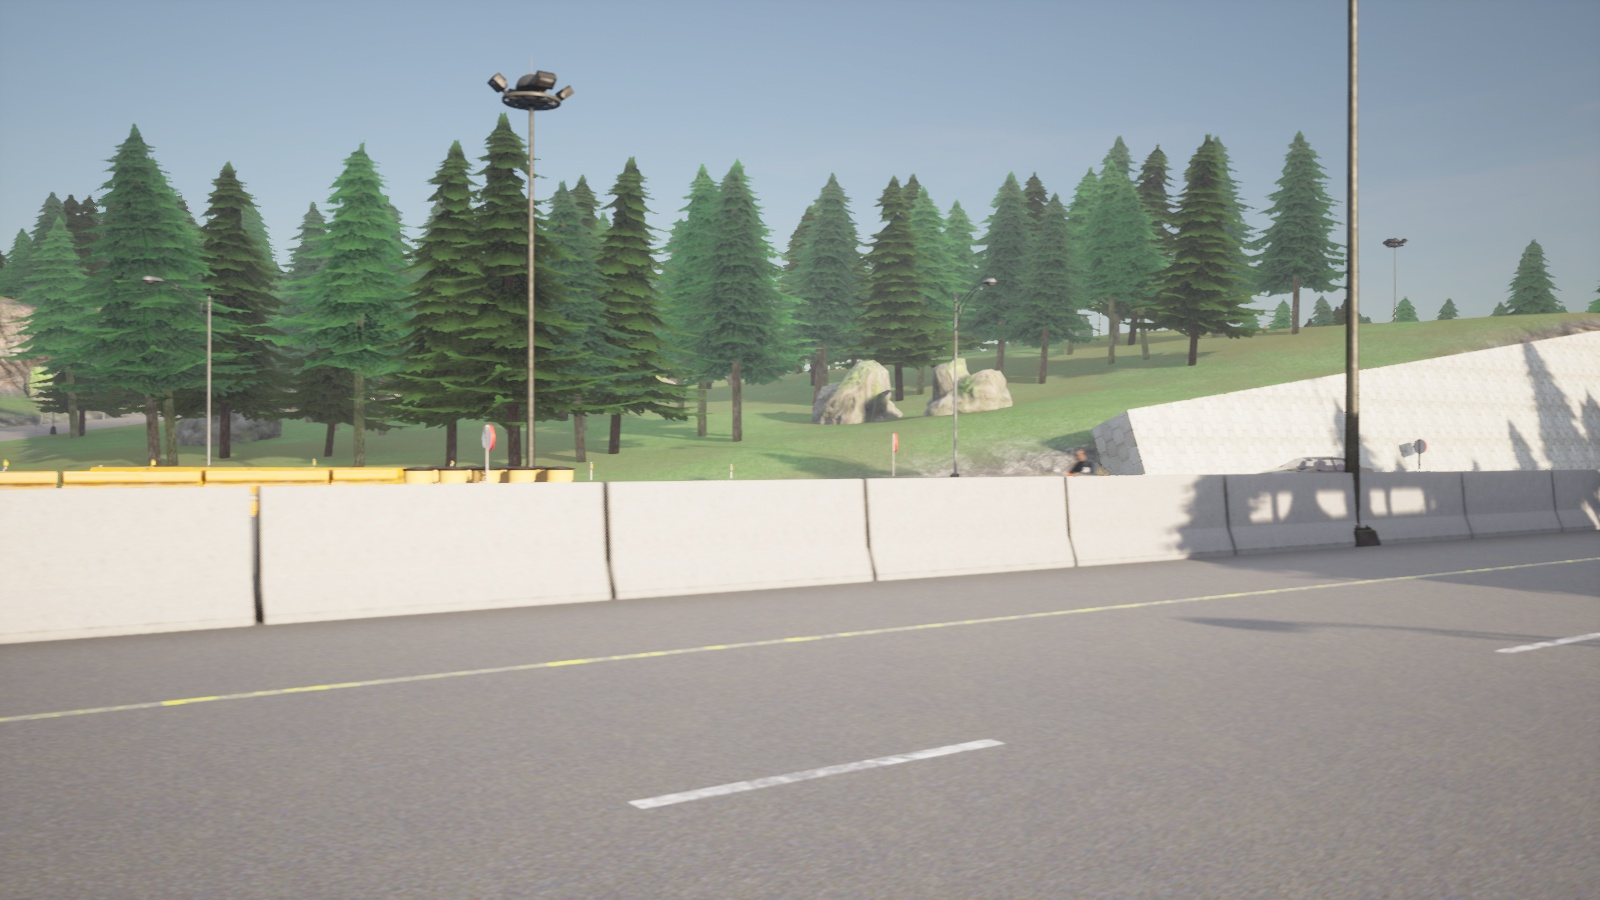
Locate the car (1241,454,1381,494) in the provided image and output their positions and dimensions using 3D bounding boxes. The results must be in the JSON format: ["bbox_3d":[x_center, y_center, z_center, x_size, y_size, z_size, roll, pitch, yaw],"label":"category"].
[{"bbox_3d":[19.210,0.867,47.140,5.357,1.411,2.033,0,0,-31],"label":"car"}]
